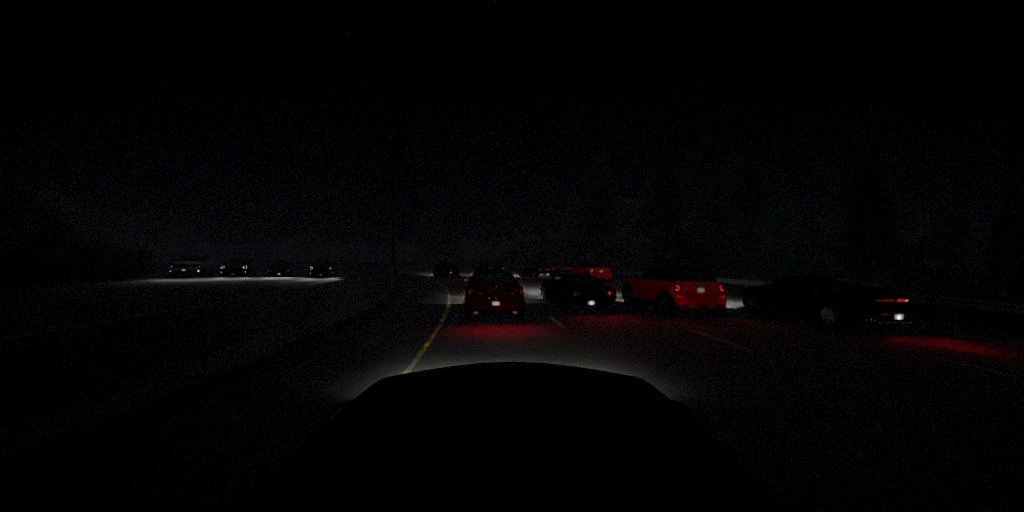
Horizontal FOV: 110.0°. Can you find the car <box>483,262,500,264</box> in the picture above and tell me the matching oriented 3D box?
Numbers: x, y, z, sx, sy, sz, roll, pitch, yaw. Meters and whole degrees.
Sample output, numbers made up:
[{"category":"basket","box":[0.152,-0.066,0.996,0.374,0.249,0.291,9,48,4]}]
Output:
[{"category":"car","box":[-2.029,1.287,32.664,2.128,1.511,4.902,1,0,-21]}]

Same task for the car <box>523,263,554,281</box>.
[{"category":"car","box":[2.158,1.314,31.362,2.128,1.511,4.902,1,0,-18]}]

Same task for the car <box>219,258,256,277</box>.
[{"category":"car","box":[-25.233,0.984,33.088,2.097,1.767,4.553,0,0,-28]}]

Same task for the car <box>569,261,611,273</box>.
[{"category":"car","box":[6.294,1.201,29.768,2.097,1.767,4.553,0,0,-17]}]

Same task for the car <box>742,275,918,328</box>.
[{"category":"car","box":[9.907,1.344,11.795,1.837,1.490,4.892,1,0,-5]}]

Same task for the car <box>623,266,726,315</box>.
[{"category":"car","box":[6.129,1.169,14.152,2.097,1.767,4.553,0,0,-6]}]

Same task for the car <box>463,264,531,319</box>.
[{"category":"car","box":[-0.730,1.244,13.001,1.882,1.535,5.008,0,0,-6]}]

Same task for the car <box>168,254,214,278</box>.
[{"category":"car","box":[-28.748,0.833,32.344,2.150,2.045,5.566,1,-1,-29]}]

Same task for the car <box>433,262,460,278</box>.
[{"category":"car","box":[-6.281,1.259,33.940,2.128,1.511,4.902,0,0,-22]}]

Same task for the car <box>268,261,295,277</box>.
[{"category":"car","box":[-21.850,1.206,34.153,2.033,1.411,5.357,0,0,-27]}]

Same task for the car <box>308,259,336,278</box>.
[{"category":"car","box":[-17.454,1.038,33.015,2.097,1.767,4.553,0,0,-25]}]

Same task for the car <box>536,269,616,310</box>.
[{"category":"car","box":[2.556,1.395,15.088,1.895,1.301,4.718,0,0,-8]}]
